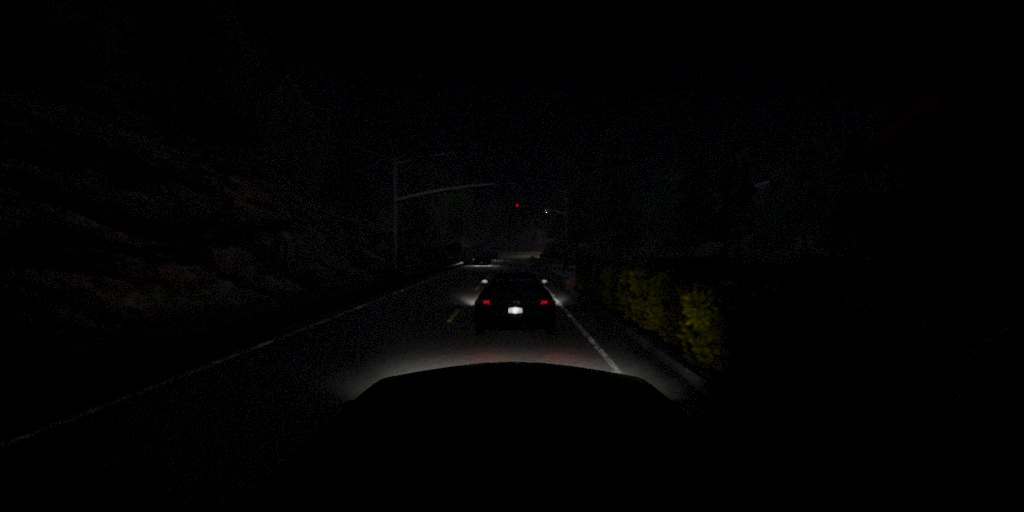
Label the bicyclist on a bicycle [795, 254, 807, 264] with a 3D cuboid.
[{"bbox_3d":[19.833,0.698,24.387,0.582,1.620,1.656,0,1,0],"label":"bicyclist on a bicycle"}]

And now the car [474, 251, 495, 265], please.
[{"bbox_3d":[-3.572,0.322,44.677,2.033,1.411,5.357,0,1,0],"label":"car"}]

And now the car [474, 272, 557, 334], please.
[{"bbox_3d":[0.074,1.127,9.939,1.994,1.385,4.181,0,1,0],"label":"car"}]

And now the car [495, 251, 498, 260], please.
[{"bbox_3d":[-3.493,-0.128,62.625,1.882,1.535,5.008,0,1,0],"label":"car"}]
